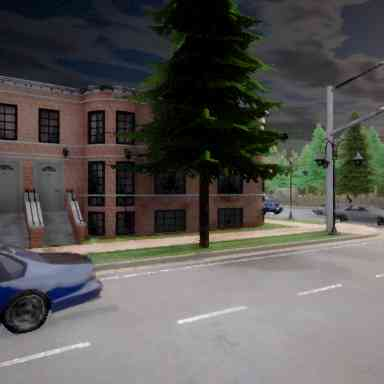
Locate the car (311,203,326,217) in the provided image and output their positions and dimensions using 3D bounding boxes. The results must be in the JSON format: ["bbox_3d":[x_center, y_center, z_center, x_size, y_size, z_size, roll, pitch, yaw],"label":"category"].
[{"bbox_3d":[13.048,1.601,29.480,1.895,1.301,4.718,0,0,-31],"label":"car"}]

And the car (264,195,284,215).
[{"bbox_3d":[6.610,1.224,33.471,2.150,2.045,5.566,0,0,-31],"label":"car"}]

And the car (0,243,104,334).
[{"bbox_3d":[-4.204,1.547,5.217,5.357,1.411,2.033,0,0,-35],"label":"car"}]

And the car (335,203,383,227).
[{"bbox_3d":[12.377,1.601,23.247,1.895,1.301,4.718,0,0,-26],"label":"car"}]

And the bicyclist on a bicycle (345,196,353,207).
[{"bbox_3d":[19.180,1.301,40.651,1.656,1.620,0.582,0,0,-31],"label":"bicyclist on a bicycle"}]
